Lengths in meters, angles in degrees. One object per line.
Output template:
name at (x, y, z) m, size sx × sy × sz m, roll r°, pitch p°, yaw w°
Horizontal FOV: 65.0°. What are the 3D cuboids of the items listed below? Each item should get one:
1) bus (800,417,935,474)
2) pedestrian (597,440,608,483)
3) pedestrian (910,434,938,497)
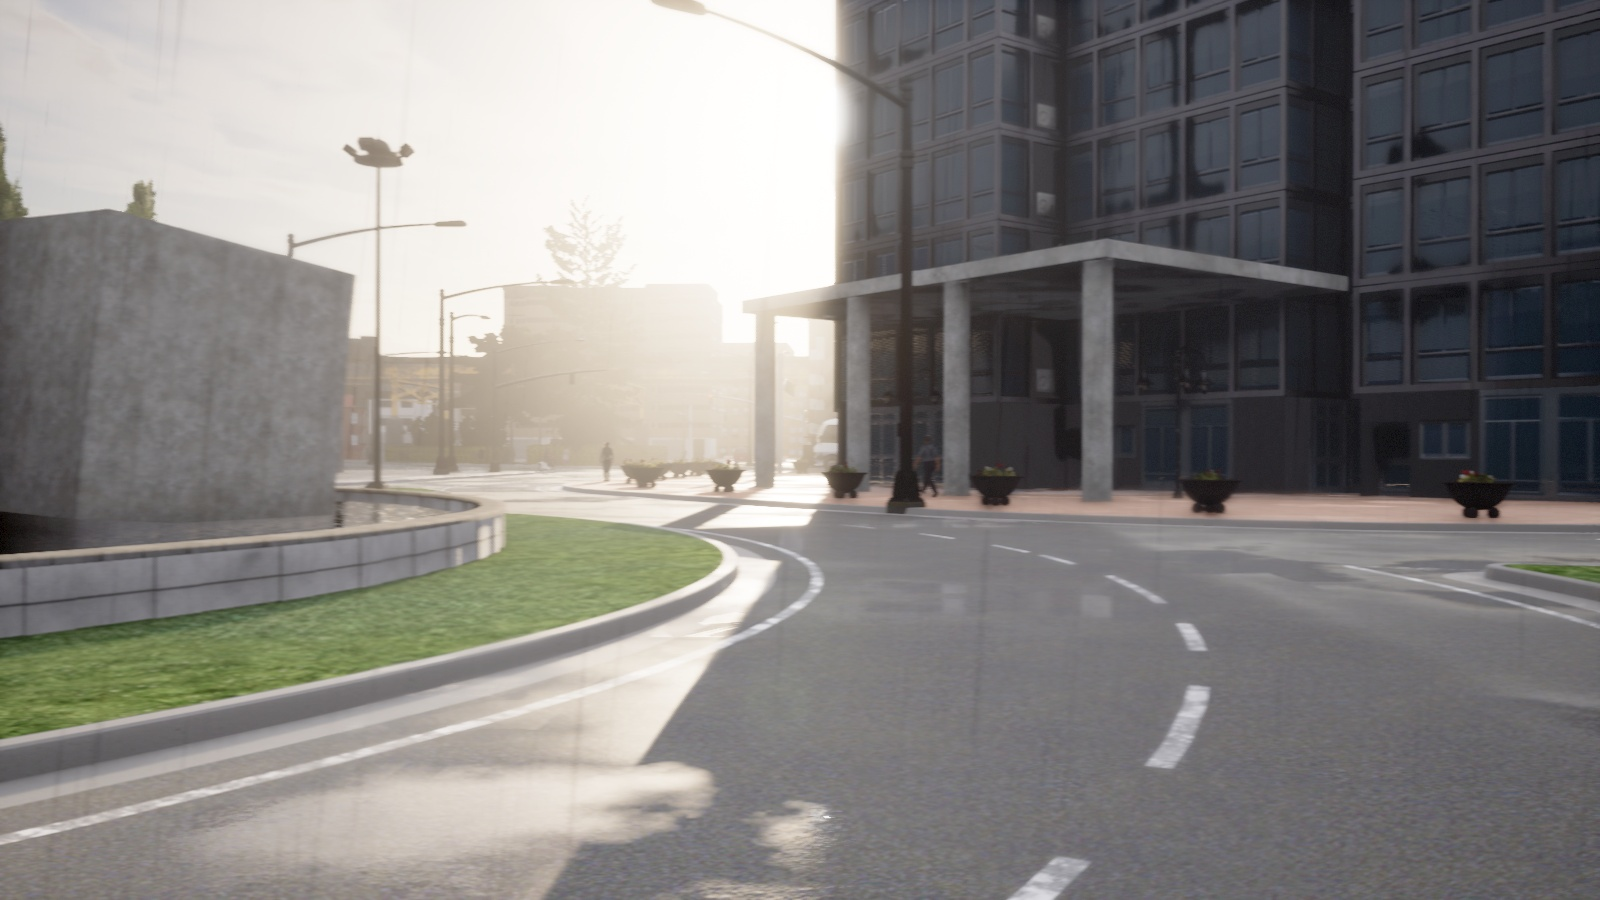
bus at (5.284, -0.374, 98.035) m, size 10.273 × 4.253 × 3.944 m, roll 1°, pitch 0°, yaw 3°
pedestrian at (-8.540, 0.490, 54.200) m, size 0.328 × 1.805 × 0.869 m, roll 0°, pitch 0°, yaw 0°
pedestrian at (3.674, 0.453, 37.207) m, size 0.540 × 1.848 × 0.694 m, roll 0°, pitch 0°, yaw -30°
